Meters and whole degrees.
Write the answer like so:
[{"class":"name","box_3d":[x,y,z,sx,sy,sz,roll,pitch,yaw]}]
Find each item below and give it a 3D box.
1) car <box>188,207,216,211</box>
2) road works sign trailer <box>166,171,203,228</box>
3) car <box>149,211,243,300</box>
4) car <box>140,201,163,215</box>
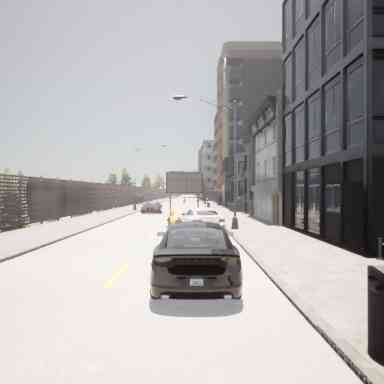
[{"class":"car","box_3d":[0.495,1.541,17.817,1.812,1.442,4.674,0,-1,-10]},{"class":"road works sign trailer","box_3d":[-0.525,0.467,21.296,2.380,3.560,2.880,0,0,-16]},{"class":"car","box_3d":[0.085,1.479,8.469,1.882,1.535,5.008,0,0,0]},{"class":"car","box_3d":[-4.058,1.568,34.029,1.994,1.385,4.181,0,0,0]}]
